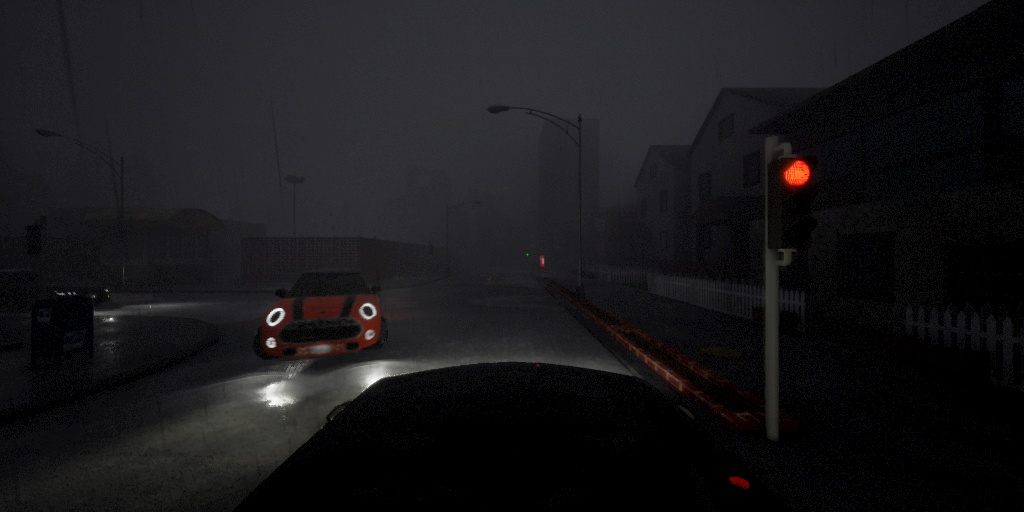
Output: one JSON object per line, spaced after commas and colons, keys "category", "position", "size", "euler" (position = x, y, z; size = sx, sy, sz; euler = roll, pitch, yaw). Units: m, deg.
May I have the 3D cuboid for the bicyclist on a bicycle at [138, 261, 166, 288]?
{"category": "bicyclist on a bicycle", "position": [-21.736, 1.099, 21.663], "size": [0.582, 1.620, 1.656], "euler": [0, 0, 0]}

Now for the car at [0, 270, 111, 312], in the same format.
{"category": "car", "position": [-17.905, 1.256, 13.264], "size": [4.892, 1.490, 1.837], "euler": [0, 0, 0]}

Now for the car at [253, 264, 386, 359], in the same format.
{"category": "car", "position": [-4.281, 1.102, 8.604], "size": [2.097, 1.767, 4.553], "euler": [-1, 0, -21]}
